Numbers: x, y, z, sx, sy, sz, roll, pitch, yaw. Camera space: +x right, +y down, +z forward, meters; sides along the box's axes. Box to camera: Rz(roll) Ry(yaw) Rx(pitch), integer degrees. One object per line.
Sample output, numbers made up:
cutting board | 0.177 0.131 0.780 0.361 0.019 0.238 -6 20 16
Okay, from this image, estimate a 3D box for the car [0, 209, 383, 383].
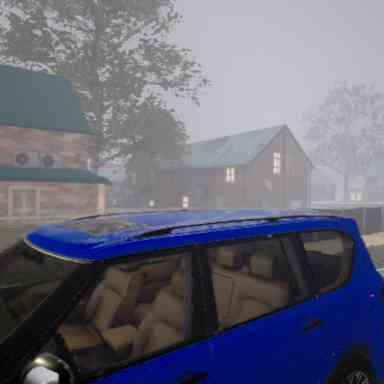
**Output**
car | -0.546 1.220 2.683 5.566 2.045 2.150 0 0 -36
